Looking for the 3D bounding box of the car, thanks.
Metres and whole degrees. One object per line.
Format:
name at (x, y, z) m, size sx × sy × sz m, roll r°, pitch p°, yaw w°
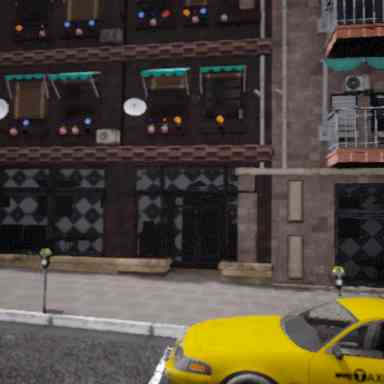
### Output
car at (2.134, 1.889, 3.992) m, size 4.829 × 1.417 × 1.752 m, roll 2°, pitch -5°, yaw 8°
